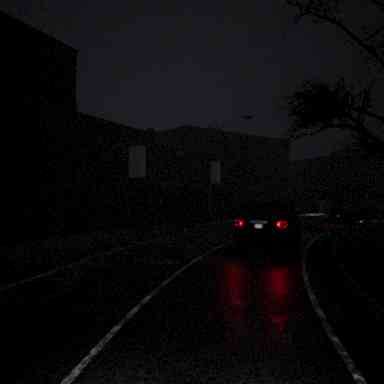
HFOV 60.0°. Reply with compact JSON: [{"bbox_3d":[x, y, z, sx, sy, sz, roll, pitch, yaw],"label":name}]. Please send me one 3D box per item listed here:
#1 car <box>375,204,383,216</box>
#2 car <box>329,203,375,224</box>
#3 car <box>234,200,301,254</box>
[{"bbox_3d":[19.764,2.005,37.700,4.674,1.442,1.812,1,0,-27],"label":"car"},{"bbox_3d":[13.818,1.847,29.038,5.008,1.535,1.882,1,0,-43],"label":"car"},{"bbox_3d":[3.412,1.359,14.518,2.150,2.045,5.566,0,-1,22],"label":"car"}]
